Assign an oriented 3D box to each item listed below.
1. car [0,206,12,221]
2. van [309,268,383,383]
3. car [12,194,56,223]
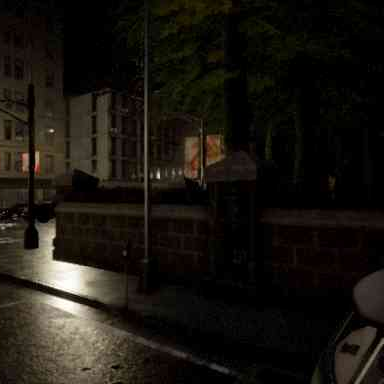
[{"bbox_3d":[-13.386,1.486,27.112,1.837,1.490,4.892,0,0,35],"label":"car"},{"bbox_3d":[2.410,1.342,1.134,3.998,1.788,1.690,0,0,35],"label":"van"},{"bbox_3d":[-10.382,1.192,25.741,2.150,2.045,5.566,0,0,35],"label":"car"}]
